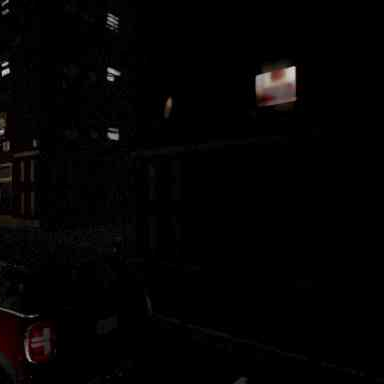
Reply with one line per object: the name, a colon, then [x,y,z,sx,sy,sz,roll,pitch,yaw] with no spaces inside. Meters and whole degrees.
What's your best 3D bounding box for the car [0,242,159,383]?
car: [-2.477,1.434,4.659,4.097,1.590,1.967,0,-1,36]
